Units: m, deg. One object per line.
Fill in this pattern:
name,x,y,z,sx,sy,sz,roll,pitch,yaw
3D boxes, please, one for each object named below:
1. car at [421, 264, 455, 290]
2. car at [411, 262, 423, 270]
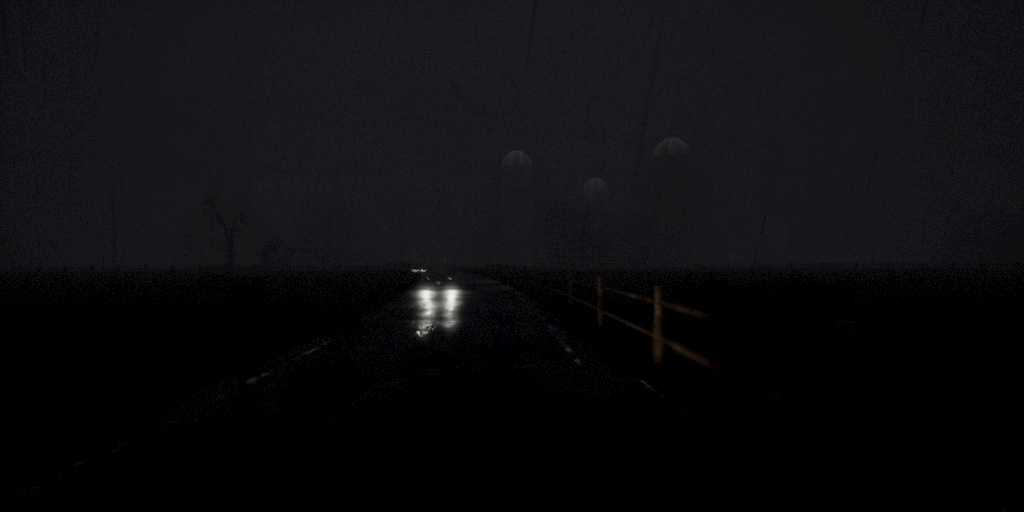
car,-4.844,1.402,24.235,1.812,1.442,4.674,0,0,-9
car,-16.558,1.719,62.902,2.033,1.411,5.357,0,0,-24
